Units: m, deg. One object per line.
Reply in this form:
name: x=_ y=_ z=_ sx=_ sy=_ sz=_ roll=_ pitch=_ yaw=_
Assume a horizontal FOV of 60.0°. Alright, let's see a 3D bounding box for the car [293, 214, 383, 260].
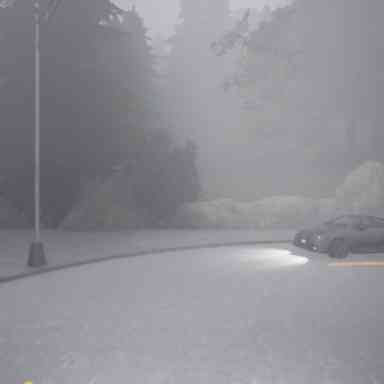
car: x=5.868 y=1.528 z=12.013 sx=4.181 sy=1.385 sz=1.994 roll=0 pitch=0 yaw=-10
